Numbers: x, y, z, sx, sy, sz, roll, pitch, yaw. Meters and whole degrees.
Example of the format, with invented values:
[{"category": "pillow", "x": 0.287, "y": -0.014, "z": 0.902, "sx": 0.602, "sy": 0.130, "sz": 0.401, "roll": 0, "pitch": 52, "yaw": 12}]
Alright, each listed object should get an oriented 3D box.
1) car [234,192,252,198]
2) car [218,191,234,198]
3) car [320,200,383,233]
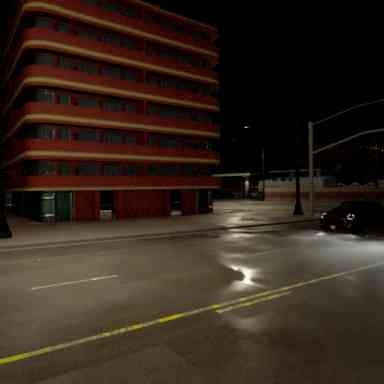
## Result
[{"category": "car", "x": 12.957, "y": 0.821, "z": 81.992, "sx": 3.806, "sy": 1.475, "sz": 1.970, "roll": -1, "pitch": 1, "yaw": -35}, {"category": "car", "x": 8.986, "y": 0.674, "z": 86.214, "sx": 4.611, "sy": 1.667, "sz": 2.242, "roll": -1, "pitch": 1, "yaw": -35}, {"category": "car", "x": 9.409, "y": 1.301, "z": 19.177, "sx": 4.553, "sy": 1.767, "sz": 2.097, "roll": 0, "pitch": 0, "yaw": -35}]
